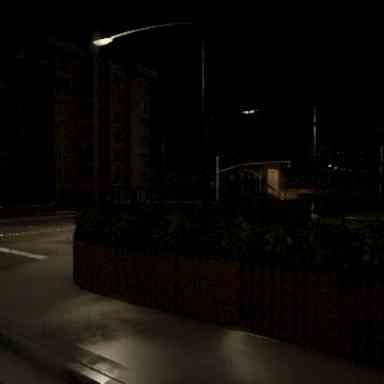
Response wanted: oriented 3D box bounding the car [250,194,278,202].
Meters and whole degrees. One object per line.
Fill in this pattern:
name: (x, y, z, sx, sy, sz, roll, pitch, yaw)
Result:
car: (8.861, 1.234, 39.899, 2.150, 2.045, 5.566, 0, 0, 36)
